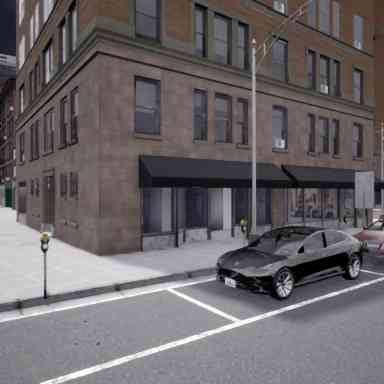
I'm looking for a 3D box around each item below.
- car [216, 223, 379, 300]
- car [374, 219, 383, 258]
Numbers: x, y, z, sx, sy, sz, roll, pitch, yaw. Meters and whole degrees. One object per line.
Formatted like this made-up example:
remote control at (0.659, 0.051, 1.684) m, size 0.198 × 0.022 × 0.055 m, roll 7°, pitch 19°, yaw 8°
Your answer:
car at (2.592, 1.566, 8.378) m, size 4.313 × 1.339 × 1.947 m, roll 0°, pitch 0°, yaw -35°
car at (7.073, 1.582, 11.569) m, size 4.206 × 1.307 × 1.802 m, roll 0°, pitch 0°, yaw -35°
